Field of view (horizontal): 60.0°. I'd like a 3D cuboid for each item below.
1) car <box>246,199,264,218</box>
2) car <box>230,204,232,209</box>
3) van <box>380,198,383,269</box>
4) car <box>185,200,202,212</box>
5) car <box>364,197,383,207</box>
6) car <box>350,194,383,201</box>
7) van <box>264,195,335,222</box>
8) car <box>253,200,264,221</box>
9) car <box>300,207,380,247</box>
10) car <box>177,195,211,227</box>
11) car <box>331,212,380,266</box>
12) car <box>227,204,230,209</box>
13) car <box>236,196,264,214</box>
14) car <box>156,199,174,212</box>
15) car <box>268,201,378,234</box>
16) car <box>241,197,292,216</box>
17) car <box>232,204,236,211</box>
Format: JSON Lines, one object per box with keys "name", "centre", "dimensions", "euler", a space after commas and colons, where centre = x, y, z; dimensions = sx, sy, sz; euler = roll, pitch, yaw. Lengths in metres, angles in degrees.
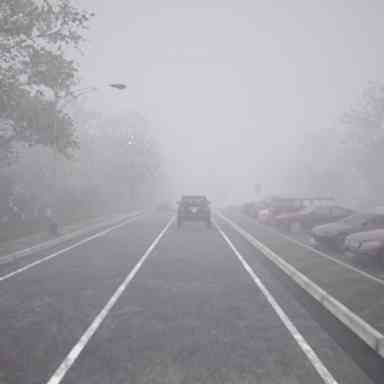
{"name": "car", "centre": [7.139, 1.520, 26.774], "dimensions": [4.792, 1.488, 2.163], "euler": [0, 0, 0]}
{"name": "car", "centre": [7.136, 1.557, 37.871], "dimensions": [4.892, 1.521, 2.231], "euler": [0, -1, 0]}
{"name": "van", "centre": [6.956, 1.195, 7.342], "dimensions": [4.442, 1.987, 1.878], "euler": [0, 0, 0]}
{"name": "car", "centre": [0.151, 1.701, 40.935], "dimensions": [1.994, 1.385, 4.181], "euler": [0, -1, 0]}
{"name": "car", "centre": [20.014, 1.508, 32.084], "dimensions": [5.366, 1.575, 1.946], "euler": [0, 0, 0]}
{"name": "car", "centre": [20.232, 1.276, 34.853], "dimensions": [5.566, 2.045, 2.435], "euler": [0, -1, 0]}
{"name": "van", "centre": [7.216, 1.245, 21.223], "dimensions": [4.442, 1.987, 1.878], "euler": [0, 0, 0]}
{"name": "car", "centre": [7.107, 1.521, 23.998], "dimensions": [4.674, 1.452, 2.002], "euler": [0, 0, 0]}
{"name": "car", "centre": [7.053, 1.470, 12.895], "dimensions": [4.792, 1.488, 2.163], "euler": [0, 0, 0]}
{"name": "car", "centre": [0.127, 1.213, 22.729], "dimensions": [2.150, 2.045, 5.566], "euler": [0, 0, 0]}
{"name": "car", "centre": [7.081, 1.471, 10.117], "dimensions": [4.674, 1.452, 2.002], "euler": [0, 0, 0]}
{"name": "car", "centre": [6.950, 1.587, 40.640], "dimensions": [5.366, 1.575, 1.946], "euler": [0, -1, 0]}
{"name": "car", "centre": [7.086, 1.249, 29.551], "dimensions": [5.566, 2.045, 2.435], "euler": [0, 0, 0]}
{"name": "car", "centre": [-3.292, 1.639, 40.822], "dimensions": [1.837, 1.490, 4.892], "euler": [0, -1, 0]}
{"name": "car", "centre": [7.099, 1.461, 18.446], "dimensions": [5.008, 1.535, 2.097], "euler": [0, 0, 0]}
{"name": "car", "centre": [7.151, 1.388, 32.323], "dimensions": [4.553, 1.767, 2.185], "euler": [0, 0, 0]}
{"name": "car", "centre": [7.132, 1.531, 35.099], "dimensions": [5.008, 1.535, 2.097], "euler": [0, 0, 0]}
